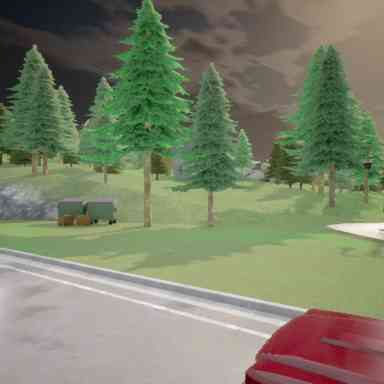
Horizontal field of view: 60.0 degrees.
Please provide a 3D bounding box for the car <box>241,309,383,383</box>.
[{"bbox_3d":[2.671,1.601,2.088,4.718,1.301,1.895,0,0,36],"label":"car"}]
